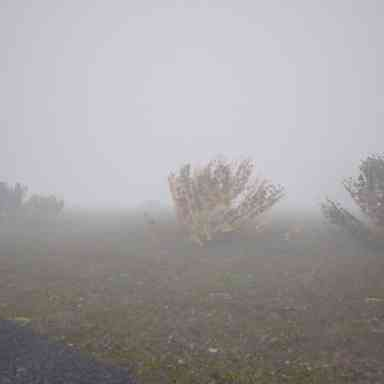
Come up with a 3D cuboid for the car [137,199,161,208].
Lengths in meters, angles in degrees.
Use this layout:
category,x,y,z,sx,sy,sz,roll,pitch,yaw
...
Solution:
category,x,y,z,sx,sy,sz,roll,pitch,yaw
car,-7.604,2.032,59.446,1.837,1.490,4.892,-1,-2,36
